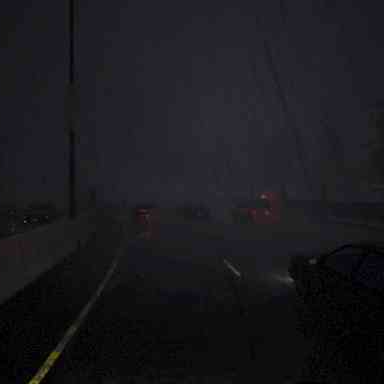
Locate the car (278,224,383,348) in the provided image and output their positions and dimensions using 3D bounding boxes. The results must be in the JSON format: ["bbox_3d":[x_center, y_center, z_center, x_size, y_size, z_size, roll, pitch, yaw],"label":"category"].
[{"bbox_3d":[3.304,1.538,5.383,2.033,1.411,5.357,0,0,-4],"label":"car"}]

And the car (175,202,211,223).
[{"bbox_3d":[-0.046,1.477,25.732,1.882,1.535,5.008,0,0,-14],"label":"car"}]

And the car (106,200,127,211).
[{"bbox_3d":[-9.572,1.625,42.000,1.895,1.301,4.718,0,0,-24],"label":"car"}]

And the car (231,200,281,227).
[{"bbox_3d":[4.257,1.340,22.776,2.097,1.767,4.553,0,0,-12],"label":"car"}]

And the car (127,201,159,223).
[{"bbox_3d":[-3.769,1.513,26.112,1.837,1.490,4.892,0,0,-15],"label":"car"}]
